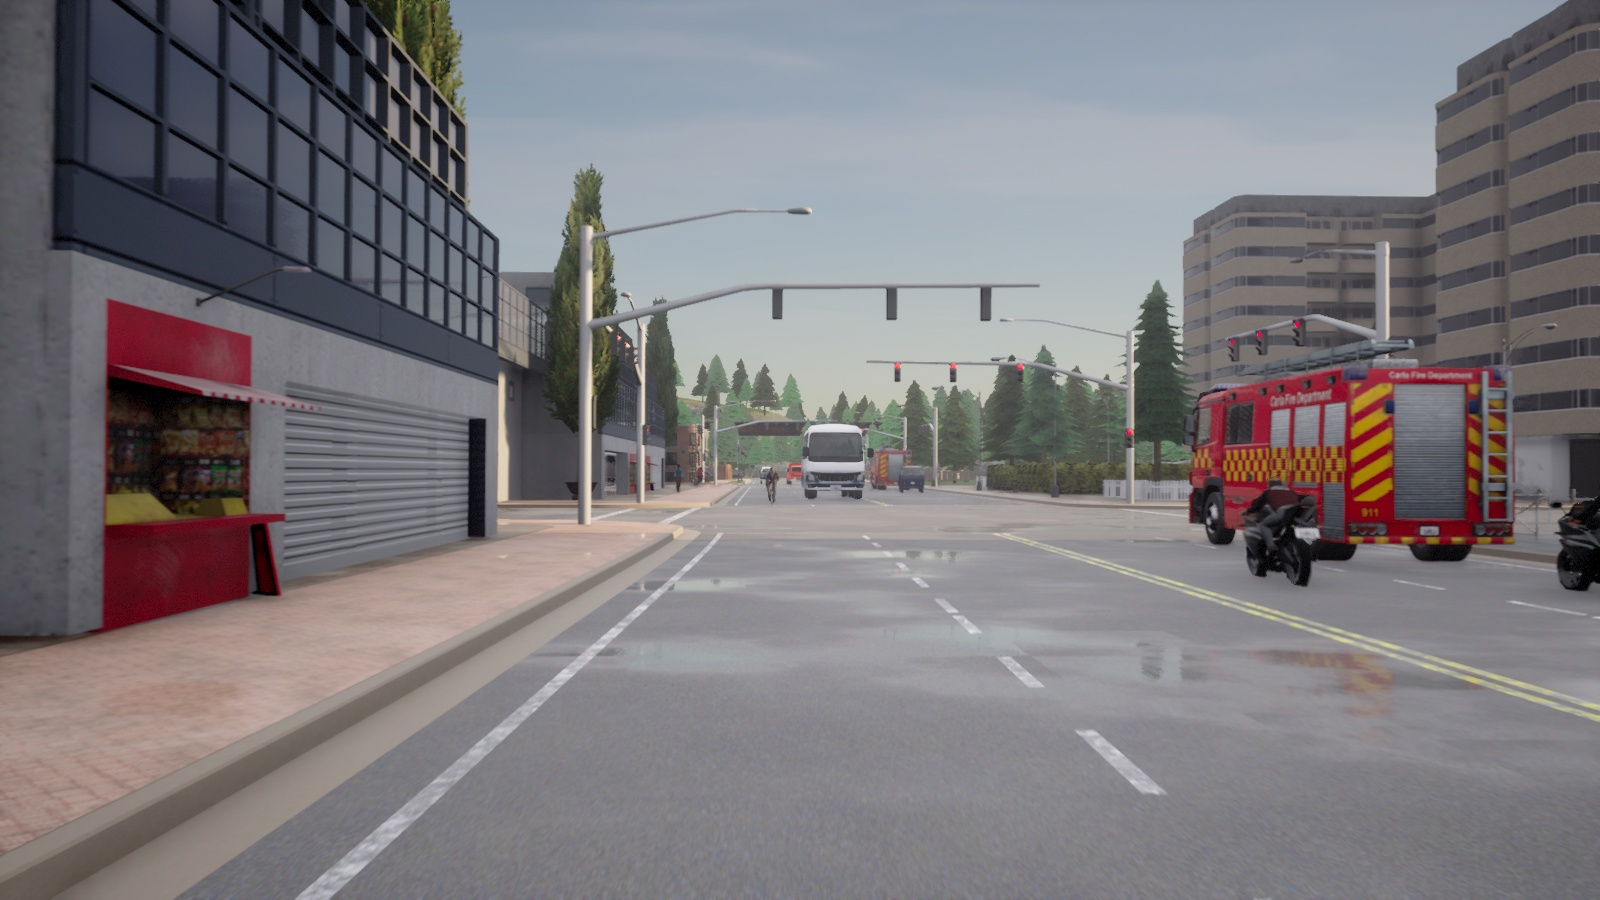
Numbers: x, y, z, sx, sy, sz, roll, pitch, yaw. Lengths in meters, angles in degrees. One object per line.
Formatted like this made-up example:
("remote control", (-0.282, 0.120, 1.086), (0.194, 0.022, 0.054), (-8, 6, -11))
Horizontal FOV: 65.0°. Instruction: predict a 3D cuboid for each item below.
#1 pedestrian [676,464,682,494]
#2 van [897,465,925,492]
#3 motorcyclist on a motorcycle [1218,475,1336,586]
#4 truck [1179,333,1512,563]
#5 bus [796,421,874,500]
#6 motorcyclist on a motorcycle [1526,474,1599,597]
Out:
("pedestrian", (-7.703, 1.842, 79.933), (0.396, 1.930, 0.692), (0, -1, -4))
("van", (8.241, 2.098, 93.403), (1.775, 1.987, 4.442), (0, -1, 2))
("motorcyclist on a motorcycle", (6.953, 1.131, 18.439), (0.866, 1.530, 2.191), (0, -1, 0))
("truck", (10.399, 0.031, 25.227), (2.891, 3.827, 8.468), (0, -1, -1))
("bus", (1.871, 0.657, 73.247), (3.944, 4.253, 10.273), (0, -1, -2))
("motorcyclist on a motorcycle", (10.460, 1.080, 16.237), (0.866, 1.530, 2.191), (0, -1, 0))
